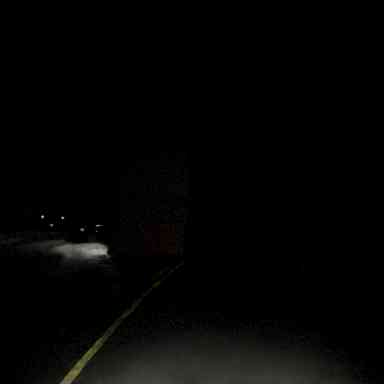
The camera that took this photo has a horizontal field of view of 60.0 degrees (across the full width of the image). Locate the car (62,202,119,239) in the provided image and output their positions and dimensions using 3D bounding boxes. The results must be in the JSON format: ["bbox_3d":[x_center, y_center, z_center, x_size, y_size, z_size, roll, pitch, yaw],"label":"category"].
[{"bbox_3d":[-3.577,1.288,16.047,1.837,1.490,4.892,0,1,24],"label":"car"}]

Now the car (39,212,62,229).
[{"bbox_3d":[-6.183,1.346,18.879,1.895,1.301,4.718,0,1,26],"label":"car"}]

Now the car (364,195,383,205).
[{"bbox_3d":[24.496,1.018,44.366,4.718,1.301,1.895,0,1,-21],"label":"car"}]
